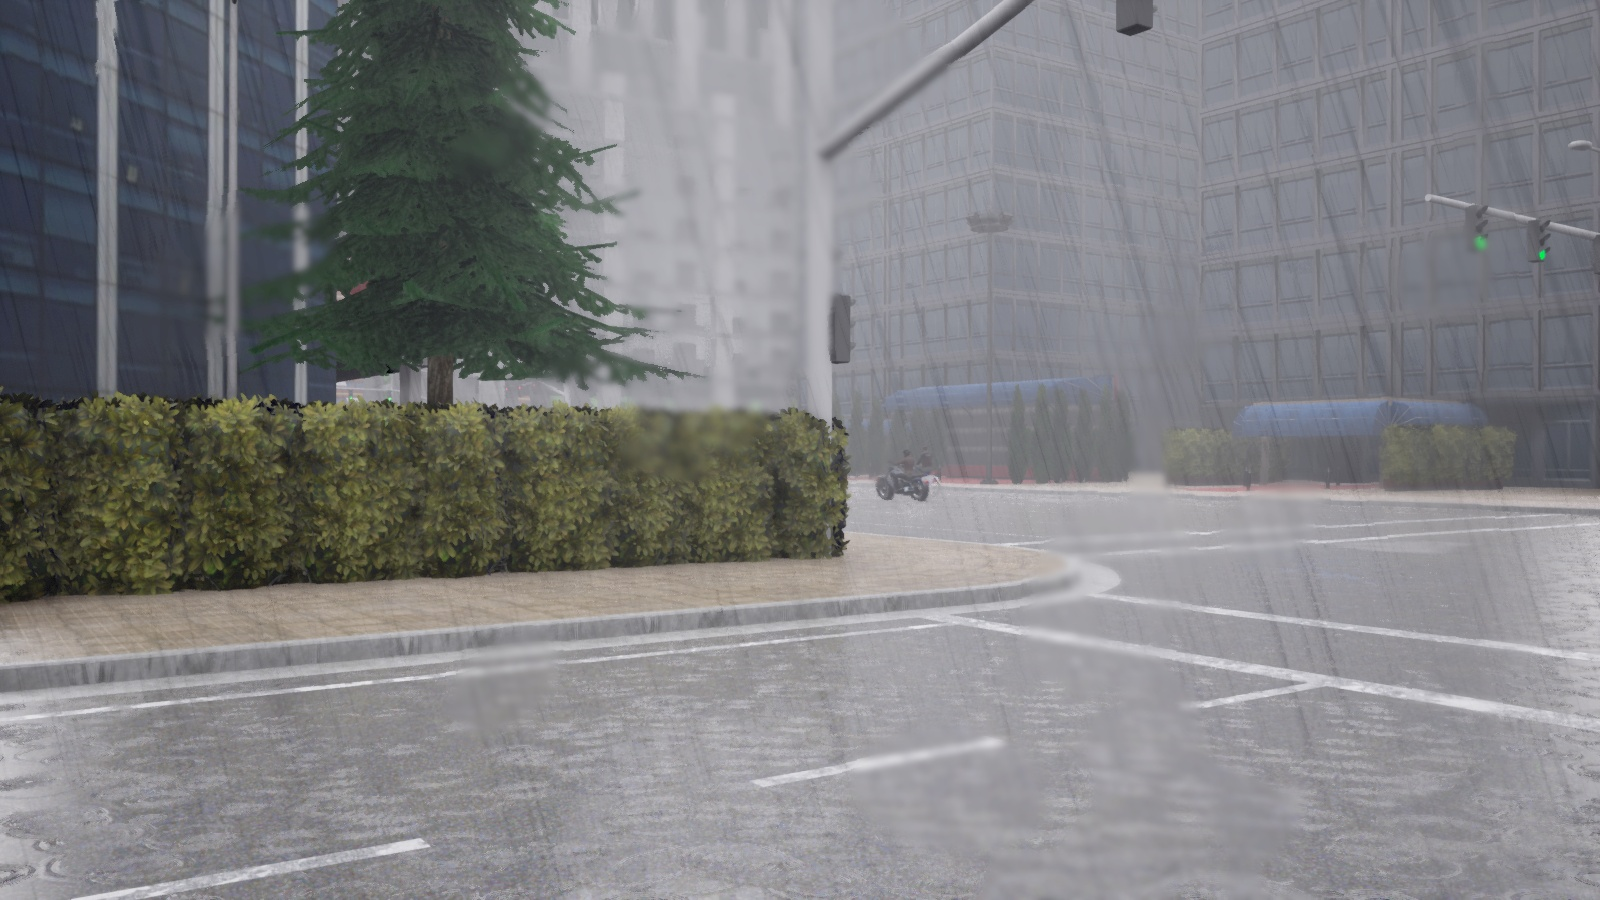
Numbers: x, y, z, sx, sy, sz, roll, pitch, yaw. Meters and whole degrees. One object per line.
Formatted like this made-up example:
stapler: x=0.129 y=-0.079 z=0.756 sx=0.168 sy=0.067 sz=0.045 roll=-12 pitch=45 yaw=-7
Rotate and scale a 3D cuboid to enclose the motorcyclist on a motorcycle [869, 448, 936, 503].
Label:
motorcyclist on a motorcycle: x=3.175 y=0.784 z=39.180 sx=0.766 sy=1.649 sz=2.350 roll=0 pitch=0 yaw=-35
